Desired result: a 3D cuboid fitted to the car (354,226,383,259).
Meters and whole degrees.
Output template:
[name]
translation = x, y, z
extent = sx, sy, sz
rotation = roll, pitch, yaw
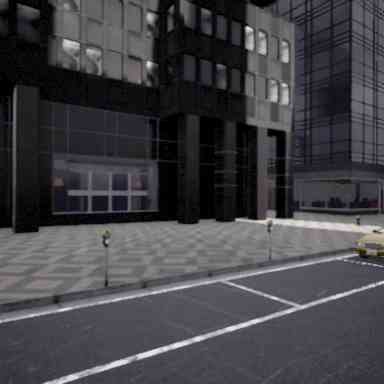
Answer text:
[car]
translation = 7.823, 1.675, 12.233
extent = 4.829, 1.417, 1.752
rotation = 1, -1, -36
